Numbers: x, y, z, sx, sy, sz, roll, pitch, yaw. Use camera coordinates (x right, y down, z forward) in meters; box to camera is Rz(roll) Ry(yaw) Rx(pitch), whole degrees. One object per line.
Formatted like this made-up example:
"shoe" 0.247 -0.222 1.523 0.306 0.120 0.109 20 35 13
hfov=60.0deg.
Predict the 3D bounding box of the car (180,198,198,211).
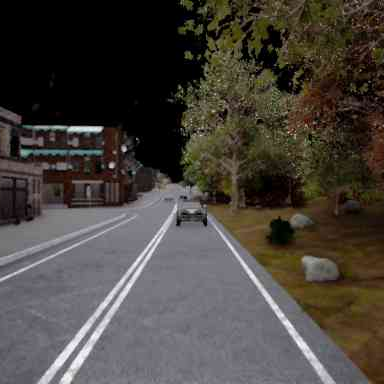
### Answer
"car" -0.433 1.511 42.322 2.033 1.411 5.357 0 0 -2

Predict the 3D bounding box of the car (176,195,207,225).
"car" -0.046 1.348 24.114 2.097 1.767 4.553 0 0 -1

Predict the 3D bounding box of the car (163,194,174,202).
"car" -4.881 1.242 69.875 1.837 1.490 4.892 0 1 -3
